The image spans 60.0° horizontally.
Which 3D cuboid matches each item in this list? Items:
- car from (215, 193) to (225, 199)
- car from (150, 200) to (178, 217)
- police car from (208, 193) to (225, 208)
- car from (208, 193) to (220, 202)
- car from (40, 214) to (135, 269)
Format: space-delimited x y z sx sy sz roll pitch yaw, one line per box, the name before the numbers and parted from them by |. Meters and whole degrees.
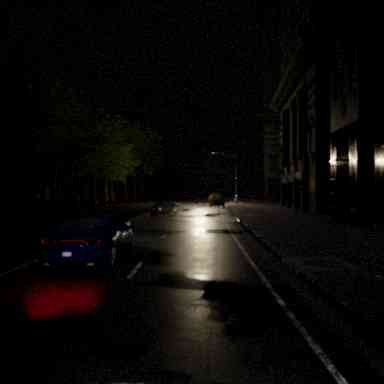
car | 6.903 0.936 81.082 1.882 1.535 5.008 0 0 10
car | -2.412 1.426 29.395 2.033 1.411 5.357 0 1 4
police car | 3.279 1.140 43.296 1.930 1.638 5.238 0 1 5
car | 4.144 1.035 62.510 1.882 1.535 5.008 0 0 7
car | -3.207 1.464 11.161 1.882 1.535 5.008 0 0 1
